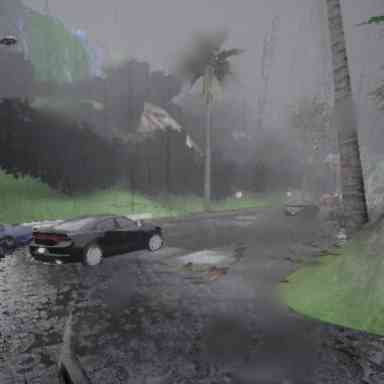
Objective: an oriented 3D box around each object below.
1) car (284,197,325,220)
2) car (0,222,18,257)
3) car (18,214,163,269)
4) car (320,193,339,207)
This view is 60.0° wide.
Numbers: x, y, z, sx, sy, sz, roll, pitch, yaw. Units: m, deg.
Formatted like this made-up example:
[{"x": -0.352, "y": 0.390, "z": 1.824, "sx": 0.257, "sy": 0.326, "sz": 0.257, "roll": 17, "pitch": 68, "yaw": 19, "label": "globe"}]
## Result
[{"x": 9.551, "y": 1.494, "z": 28.731, "sx": 2.128, "sy": 1.511, "sz": 4.902, "roll": 0, "pitch": 0, "yaw": 36, "label": "car"}, {"x": -7.834, "y": 1.551, "z": 10.764, "sx": 2.033, "sy": 1.411, "sz": 5.357, "roll": 0, "pitch": 0, "yaw": 26, "label": "car"}, {"x": -2.949, "y": 1.480, "z": 11.437, "sx": 1.882, "sy": 1.535, "sz": 5.008, "roll": -1, "pitch": -1, "yaw": 30, "label": "car"}, {"x": 21.985, "y": 1.228, "z": 53.255, "sx": 2.150, "sy": 2.045, "sz": 5.566, "roll": 0, "pitch": 0, "yaw": 36, "label": "car"}]
